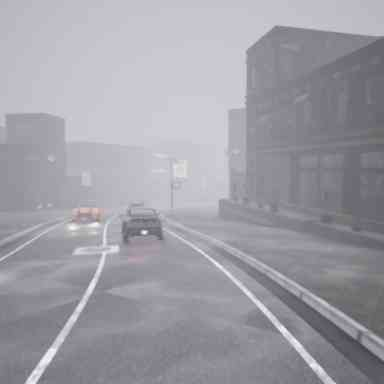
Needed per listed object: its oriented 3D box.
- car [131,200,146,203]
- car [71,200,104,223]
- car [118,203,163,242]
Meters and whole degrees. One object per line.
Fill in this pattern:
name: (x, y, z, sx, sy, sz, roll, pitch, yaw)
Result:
car: (-5.584, 1.627, 35.278, 1.837, 1.490, 4.892, -1, 0, -3)
car: (-8.545, 1.495, 27.465, 2.097, 1.767, 4.553, -1, 0, -9)
car: (-2.623, 1.529, 16.908, 1.837, 1.490, 4.892, -1, 0, -13)
